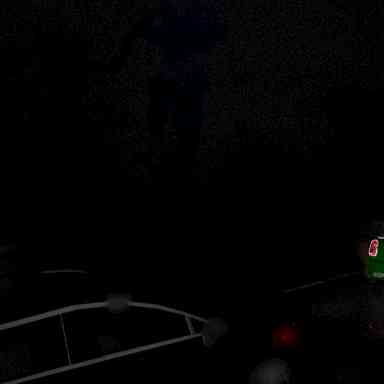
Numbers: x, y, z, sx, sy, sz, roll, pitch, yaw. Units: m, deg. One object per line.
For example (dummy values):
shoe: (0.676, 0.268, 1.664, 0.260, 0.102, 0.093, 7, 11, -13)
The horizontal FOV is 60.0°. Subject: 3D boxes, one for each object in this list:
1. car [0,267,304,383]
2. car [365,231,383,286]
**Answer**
car: (-0.998, 1.491, 3.014, 4.902, 1.511, 2.128, 0, 0, -36)
car: (6.320, 1.352, 8.204, 4.553, 1.767, 2.097, 0, 0, -35)
